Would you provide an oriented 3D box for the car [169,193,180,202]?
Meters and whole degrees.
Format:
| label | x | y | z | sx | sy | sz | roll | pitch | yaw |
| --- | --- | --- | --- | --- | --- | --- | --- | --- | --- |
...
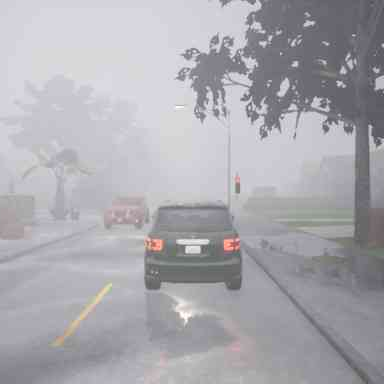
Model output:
| label | x | y | z | sx | sy | sz | roll | pitch | yaw |
| --- | --- | --- | --- | --- | --- | --- | --- | --- | --- |
| car | -3.934 | 1.210 | 74.609 | 2.150 | 2.045 | 5.566 | 0 | 0 | 0 |

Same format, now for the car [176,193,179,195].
| label | x | y | z | sx | sy | sz | roll | pitch | yaw |
| --- | --- | --- | --- | --- | --- | --- | --- | --- | --- |
| car | -4.000 | 1.477 | 63.077 | 2.128 | 1.511 | 4.902 | 0 | 0 | 1 |

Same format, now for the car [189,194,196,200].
| label | x | y | z | sx | sy | sz | roll | pitch | yaw |
| --- | --- | --- | --- | --- | --- | --- | --- | --- | --- |
| car | 0.078 | 1.338 | 88.161 | 1.812 | 1.442 | 4.674 | 0 | 0 | 0 |

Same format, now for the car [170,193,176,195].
| label | x | y | z | sx | sy | sz | roll | pitch | yaw |
| --- | --- | --- | --- | --- | --- | --- | --- | --- | --- |
| car | -4.046 | 1.341 | 52.444 | 2.097 | 1.767 | 4.553 | 0 | 0 | 0 |

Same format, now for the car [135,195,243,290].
| label | x | y | z | sx | sy | sz | roll | pitch | yaw |
| --- | --- | --- | --- | --- | --- | --- | --- | --- | --- |
| car | 0.045 | 1.220 | 9.205 | 2.150 | 2.045 | 5.566 | 0 | 0 | 1 |

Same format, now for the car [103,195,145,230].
| label | x | y | z | sx | sy | sz | roll | pitch | yaw |
| --- | --- | --- | --- | --- | --- | --- | --- | --- | --- |
| car | -4.080 | 1.217 | 21.594 | 2.150 | 2.045 | 5.566 | 0 | 0 | 0 |
